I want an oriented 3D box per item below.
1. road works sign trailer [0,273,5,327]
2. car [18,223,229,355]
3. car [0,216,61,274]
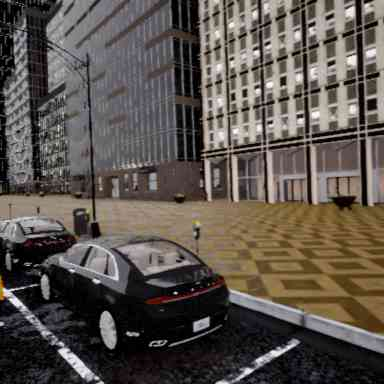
[{"bbox_3d":[-4.860,0.439,5.753,2.380,3.560,2.880,-3,2,-41],"label":"road works sign trailer"},{"bbox_3d":[-1.305,1.420,5.820,2.008,1.369,4.403,-2,1,-41],"label":"car"},{"bbox_3d":[-4.927,1.415,10.049,2.008,1.369,4.403,-2,1,-41],"label":"car"}]
